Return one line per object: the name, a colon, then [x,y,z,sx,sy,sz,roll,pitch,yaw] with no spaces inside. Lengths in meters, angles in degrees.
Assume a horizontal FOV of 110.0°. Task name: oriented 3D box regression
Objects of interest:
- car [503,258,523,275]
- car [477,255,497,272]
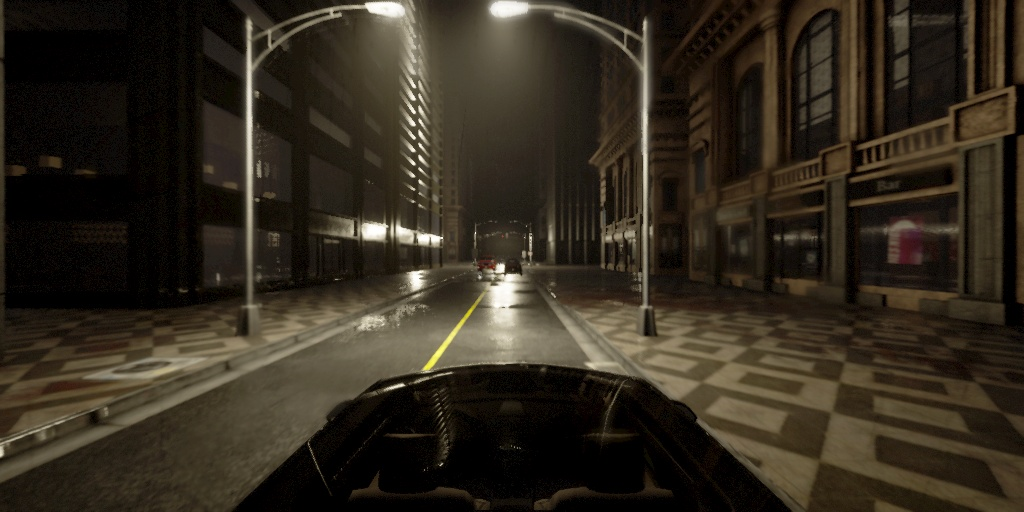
car: [0.106,1.195,38.041,1.882,1.535,5.008,0,0,0]
car: [-3.077,0.935,45.209,2.150,2.045,5.566,0,0,0]
